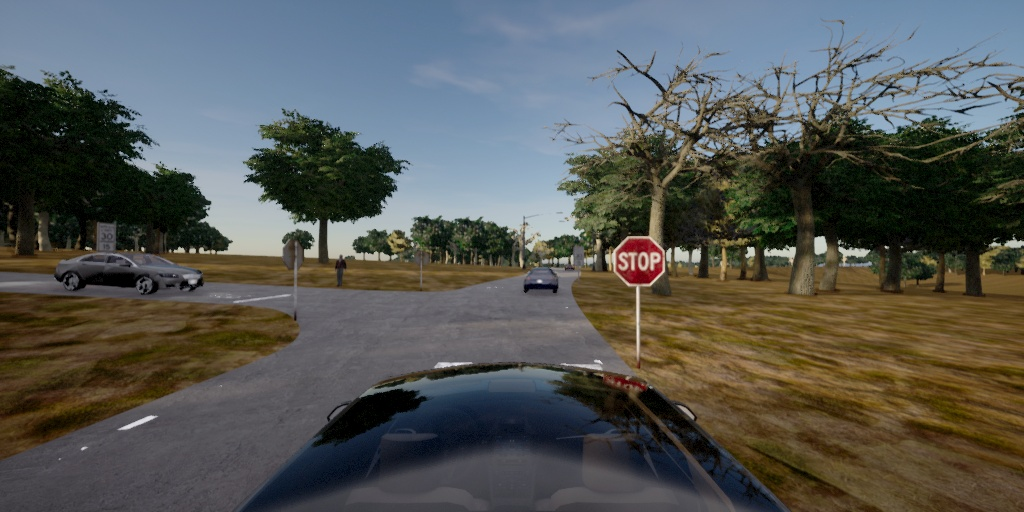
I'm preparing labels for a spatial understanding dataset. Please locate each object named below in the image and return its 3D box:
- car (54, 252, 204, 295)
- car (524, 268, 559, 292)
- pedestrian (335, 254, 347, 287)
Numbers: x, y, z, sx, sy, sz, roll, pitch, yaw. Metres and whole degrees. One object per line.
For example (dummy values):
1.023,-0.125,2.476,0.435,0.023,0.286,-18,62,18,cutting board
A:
-14.882,0.635,14.114,4.902,1.511,2.128,3,-1,3,car
1.860,1.418,22.048,1.994,1.385,4.181,0,-1,8,car
-9.682,0.788,20.180,0.375,1.860,0.375,0,-4,3,pedestrian
